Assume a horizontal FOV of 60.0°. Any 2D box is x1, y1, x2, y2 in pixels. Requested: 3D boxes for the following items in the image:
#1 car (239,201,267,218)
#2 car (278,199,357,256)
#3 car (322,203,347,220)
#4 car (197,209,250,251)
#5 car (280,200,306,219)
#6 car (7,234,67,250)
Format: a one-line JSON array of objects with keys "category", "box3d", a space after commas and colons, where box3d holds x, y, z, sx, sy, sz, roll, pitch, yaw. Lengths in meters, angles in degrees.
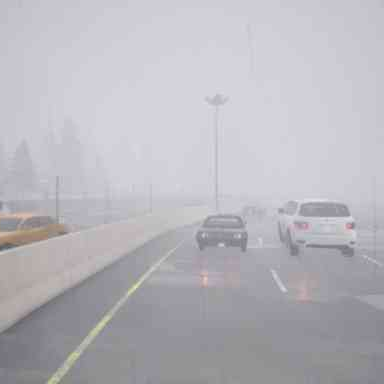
[{"category": "car", "box3d": [5.925, 1.632, 31.511, 1.812, 1.442, 4.674, 0, 0, 19]}, {"category": "car", "box3d": [4.843, 1.271, 13.530, 2.150, 2.045, 5.566, 0, 0, 9]}, {"category": "car", "box3d": [12.944, 1.712, 30.389, 1.895, 1.301, 4.718, 0, 0, 21]}, {"category": "car", "box3d": [1.430, 1.648, 14.375, 1.895, 1.301, 4.718, 0, 0, 9]}, {"category": "car", "box3d": [9.509, 1.601, 31.071, 2.128, 1.511, 4.902, 0, 0, 20]}, {"category": "car", "box3d": [-6.187, 1.506, 11.566, 1.882, 1.535, 5.008, 0, 0, 7]}]
